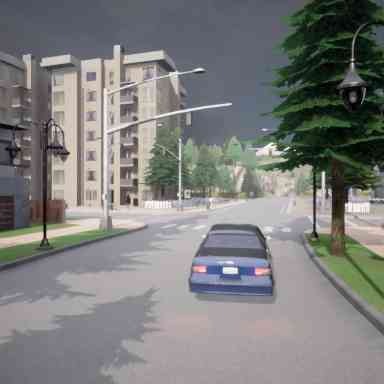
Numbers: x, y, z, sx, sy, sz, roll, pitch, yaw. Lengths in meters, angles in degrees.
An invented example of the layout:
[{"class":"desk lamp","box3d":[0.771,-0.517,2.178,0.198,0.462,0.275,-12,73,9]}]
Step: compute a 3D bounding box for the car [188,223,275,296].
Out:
[{"class":"car","box3d":[1.137,1.547,8.833,2.033,1.411,5.357,0,0,9]}]
